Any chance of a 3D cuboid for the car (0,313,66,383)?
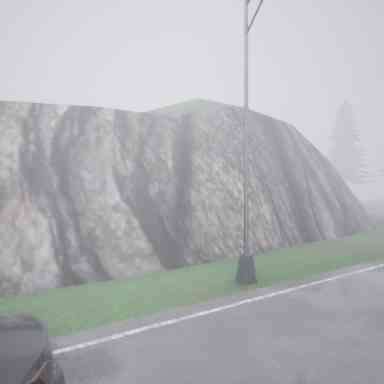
[{"bbox_3d":[-3.147,1.526,1.743,4.674,1.442,1.812,0,0,-36],"label":"car"}]
